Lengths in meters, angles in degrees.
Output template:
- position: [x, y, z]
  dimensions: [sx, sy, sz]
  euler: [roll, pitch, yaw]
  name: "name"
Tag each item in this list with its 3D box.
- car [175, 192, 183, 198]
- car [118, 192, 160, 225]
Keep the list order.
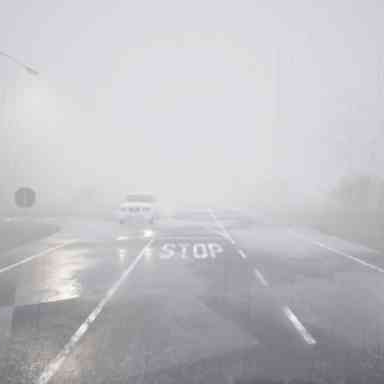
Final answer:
- position: [-3.306, 0.744, 87.512]
  dimensions: [2.128, 1.511, 4.902]
  euler: [0, 1, 2]
  name: "car"
- position: [-3.477, 1.024, 22.705]
  dimensions: [2.150, 2.045, 5.566]
  euler: [0, 0, 0]
  name: "car"
